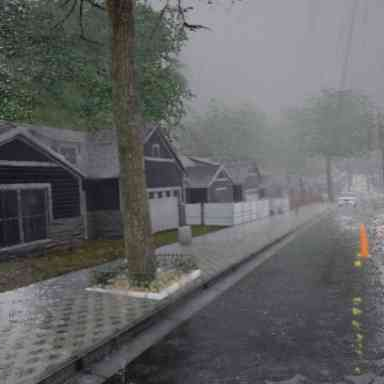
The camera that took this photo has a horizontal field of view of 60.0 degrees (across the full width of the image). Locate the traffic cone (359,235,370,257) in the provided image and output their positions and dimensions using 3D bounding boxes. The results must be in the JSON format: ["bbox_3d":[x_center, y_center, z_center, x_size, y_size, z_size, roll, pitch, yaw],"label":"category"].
[{"bbox_3d":[5.864,1.883,11.326,0.340,0.580,0.340,-2,-1,27],"label":"traffic cone"}]

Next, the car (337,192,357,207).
[{"bbox_3d":[21.712,1.056,46.529,2.150,2.045,5.566,-2,-1,27],"label":"car"}]

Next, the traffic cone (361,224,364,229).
[{"bbox_3d":[7.657,1.864,14.902,0.340,0.580,0.340,-2,-1,27],"label":"traffic cone"}]

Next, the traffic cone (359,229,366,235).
[{"bbox_3d":[6.761,1.873,13.114,0.340,0.580,0.340,-2,-1,27],"label":"traffic cone"}]
